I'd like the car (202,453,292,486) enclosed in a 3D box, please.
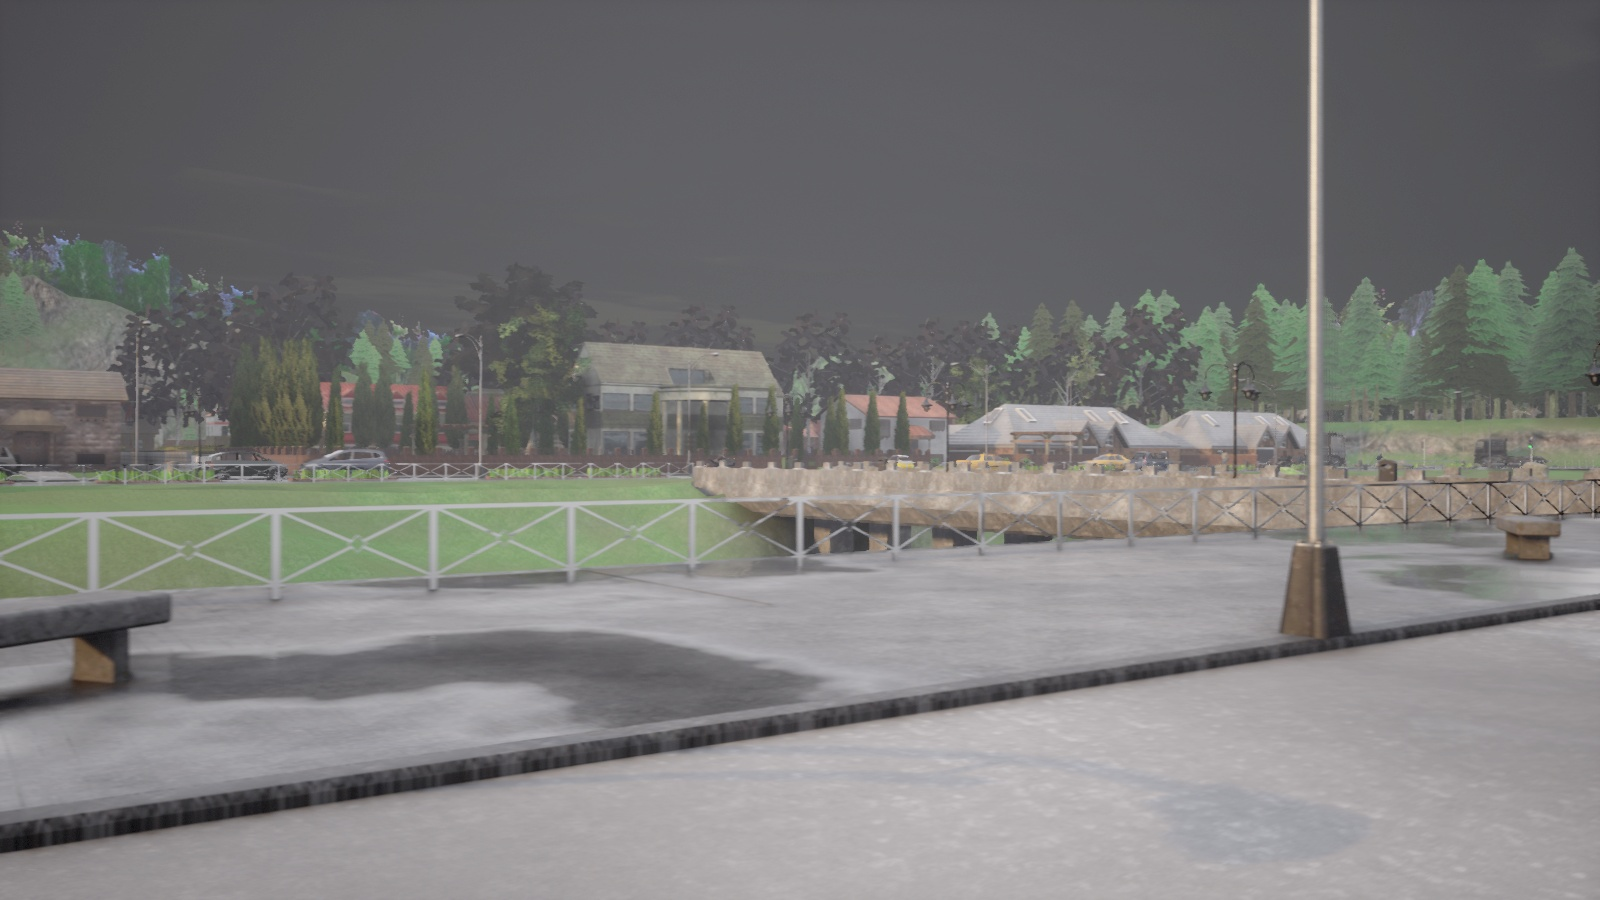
[{"bbox_3d":[-26.767,0.929,60.801,3.705,1.549,1.789,0,0,-35],"label":"car"}]

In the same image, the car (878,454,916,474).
[{"bbox_3d":[6.883,1.003,89.085,2.207,1.376,1.481,0,0,-35],"label":"car"}]

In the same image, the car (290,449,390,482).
[{"bbox_3d":[-24.582,0.806,67.195,4.611,1.667,2.242,0,0,-35],"label":"car"}]

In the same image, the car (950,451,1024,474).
[{"bbox_3d":[13.208,0.873,88.613,5.366,1.575,1.801,0,0,-35],"label":"car"}]

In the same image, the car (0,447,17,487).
[{"bbox_3d":[-38.598,0.784,57.444,4.605,1.855,1.932,0,0,-35],"label":"car"}]
